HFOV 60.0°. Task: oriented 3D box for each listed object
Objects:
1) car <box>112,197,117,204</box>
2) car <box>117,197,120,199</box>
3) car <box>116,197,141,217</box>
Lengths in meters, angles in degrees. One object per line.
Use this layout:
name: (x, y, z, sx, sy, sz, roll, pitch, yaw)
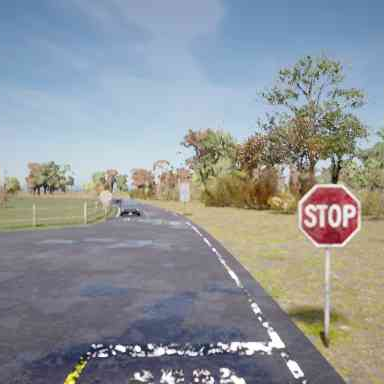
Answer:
car: (-13.575, 1.545, 61.531, 1.895, 1.301, 4.718, 0, 0, -19)
car: (-8.345, 1.453, 43.439, 2.128, 1.511, 4.902, 0, 0, -14)
car: (-5.896, 1.521, 31.894, 2.033, 1.411, 5.357, 0, 0, -10)
